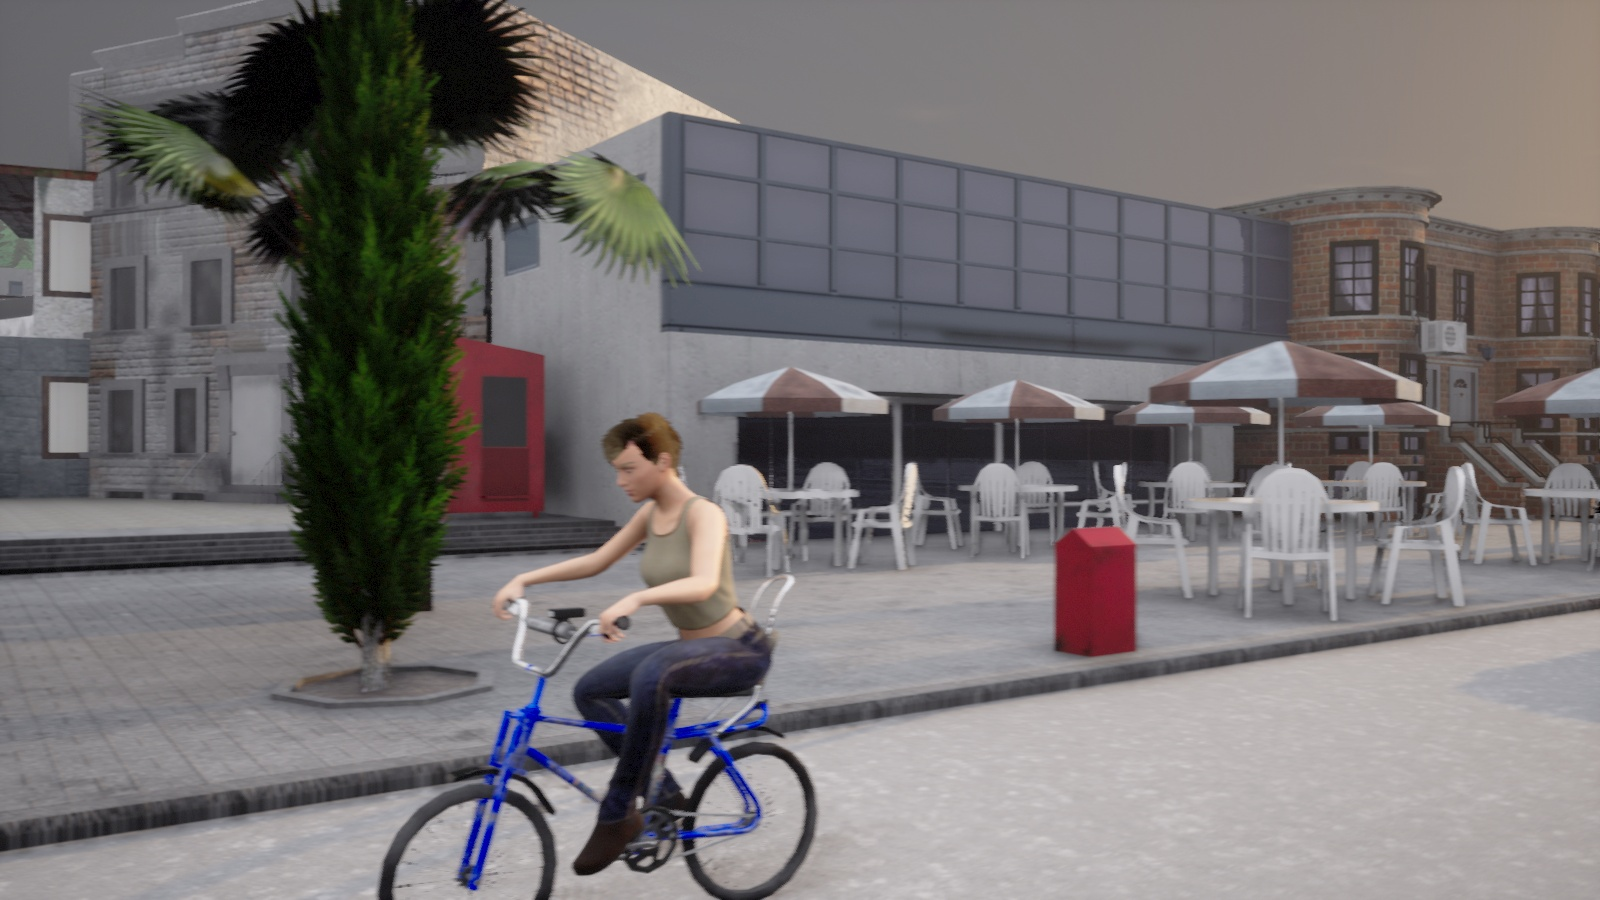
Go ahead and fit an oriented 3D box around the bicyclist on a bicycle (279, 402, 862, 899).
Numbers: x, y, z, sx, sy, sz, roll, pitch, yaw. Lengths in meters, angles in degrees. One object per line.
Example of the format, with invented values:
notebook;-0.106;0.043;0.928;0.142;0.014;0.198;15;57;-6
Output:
bicyclist on a bicycle;-0.677;0.692;3.797;1.509;1.612;0.866;0;0;-35
